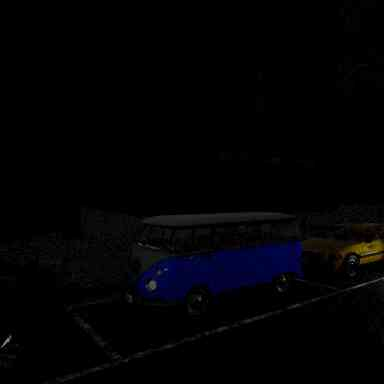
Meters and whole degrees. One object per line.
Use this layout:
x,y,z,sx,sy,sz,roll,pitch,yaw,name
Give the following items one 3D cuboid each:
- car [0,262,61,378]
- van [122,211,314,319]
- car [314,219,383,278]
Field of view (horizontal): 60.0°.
-3.834,1.566,3.916,4.313,1.339,1.947,0,0,-36,car
0.592,1.341,7.075,3.998,1.788,1.690,0,0,-36,van
4.880,1.526,10.135,4.829,1.417,1.752,0,0,-36,car
